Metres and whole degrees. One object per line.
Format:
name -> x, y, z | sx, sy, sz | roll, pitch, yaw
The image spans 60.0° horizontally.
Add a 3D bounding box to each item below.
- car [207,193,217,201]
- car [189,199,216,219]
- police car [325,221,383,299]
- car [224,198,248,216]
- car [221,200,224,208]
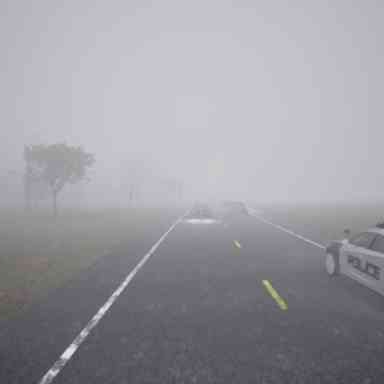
car -> 4.916, 1.340, 82.452 | 2.150, 2.045, 5.566 | 0, 0, 6
car -> 0.847, 1.609, 29.613 | 1.994, 1.385, 4.181 | 0, 0, 3
police car -> 4.642, 1.477, 7.530 | 1.930, 1.638, 5.238 | 0, 0, 1
car -> 4.584, 1.629, 33.580 | 2.033, 1.411, 5.357 | 0, 0, 3
car -> 5.370, 1.626, 48.497 | 1.812, 1.442, 4.674 | 0, 0, 4
